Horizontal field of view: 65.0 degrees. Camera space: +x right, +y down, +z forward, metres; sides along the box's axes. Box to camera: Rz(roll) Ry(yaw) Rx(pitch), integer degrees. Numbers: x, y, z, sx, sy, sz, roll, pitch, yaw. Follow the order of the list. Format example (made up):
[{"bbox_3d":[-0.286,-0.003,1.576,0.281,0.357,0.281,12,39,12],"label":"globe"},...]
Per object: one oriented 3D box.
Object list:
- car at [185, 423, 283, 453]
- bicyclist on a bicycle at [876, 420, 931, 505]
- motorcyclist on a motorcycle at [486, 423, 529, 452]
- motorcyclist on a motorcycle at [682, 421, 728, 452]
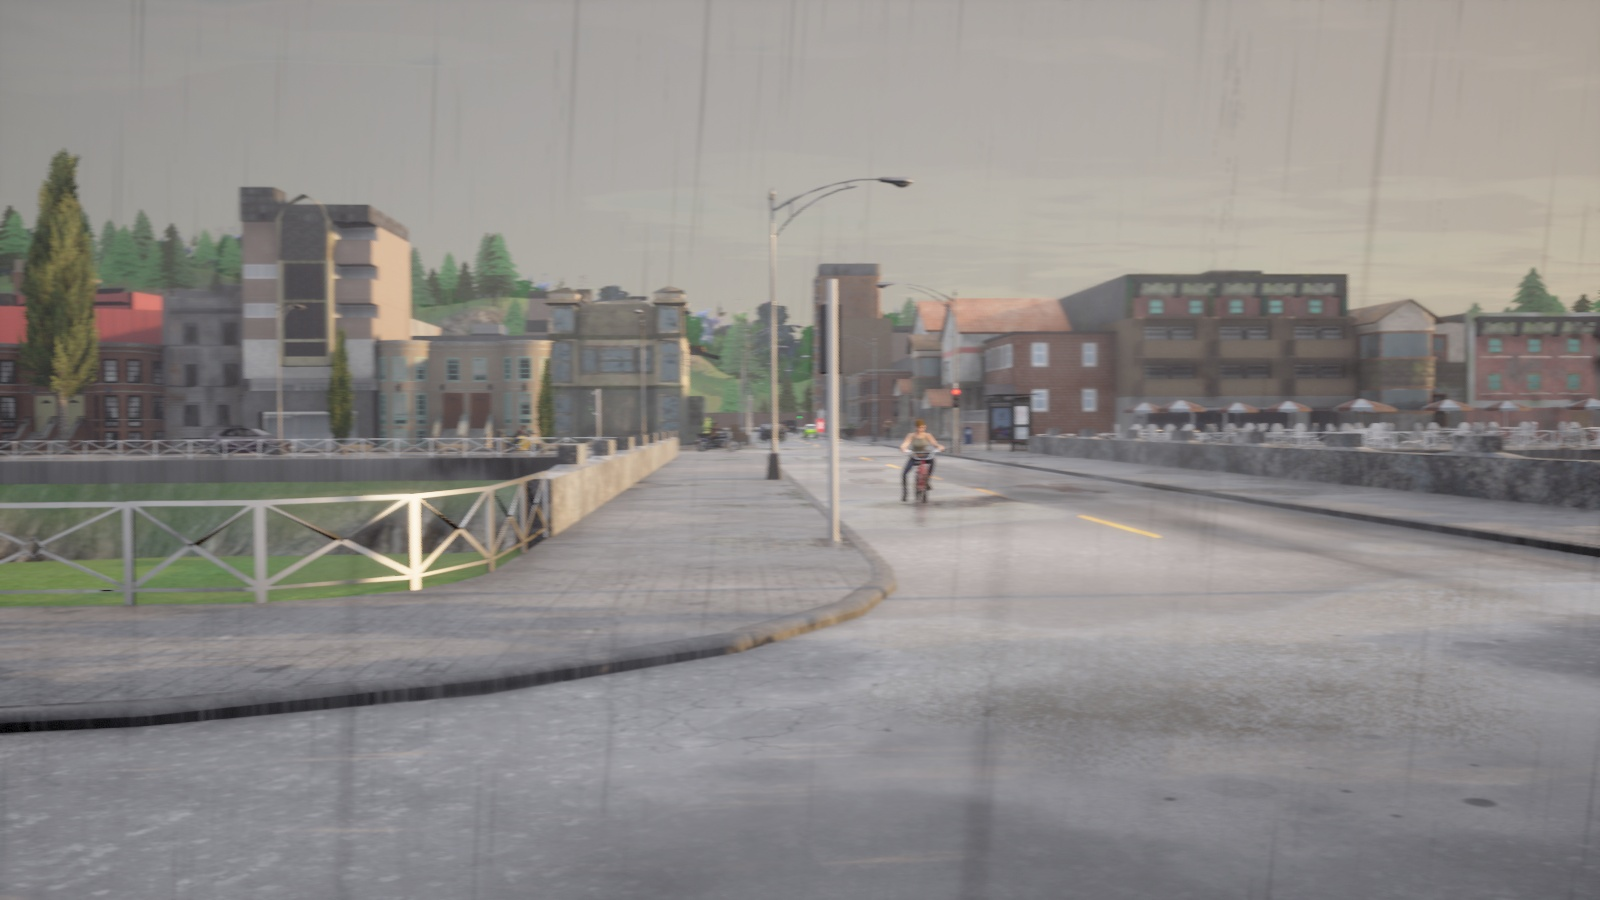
[{"bbox_3d":[-29.045,-0.624,64.492,4.193,1.474,1.816,0,1,-4],"label":"car"},{"bbox_3d":[2.001,0.223,24.450,0.866,1.612,1.509,0,1,-3],"label":"bicyclist on a bicycle"},{"bbox_3d":[-15.230,-0.658,65.398,2.044,1.523,0.797,0,1,-4],"label":"motorcyclist on a motorcycle"},{"bbox_3d":[-5.051,-0.705,66.676,2.350,1.649,0.766,0,0,-17],"label":"motorcyclist on a motorcycle"}]
